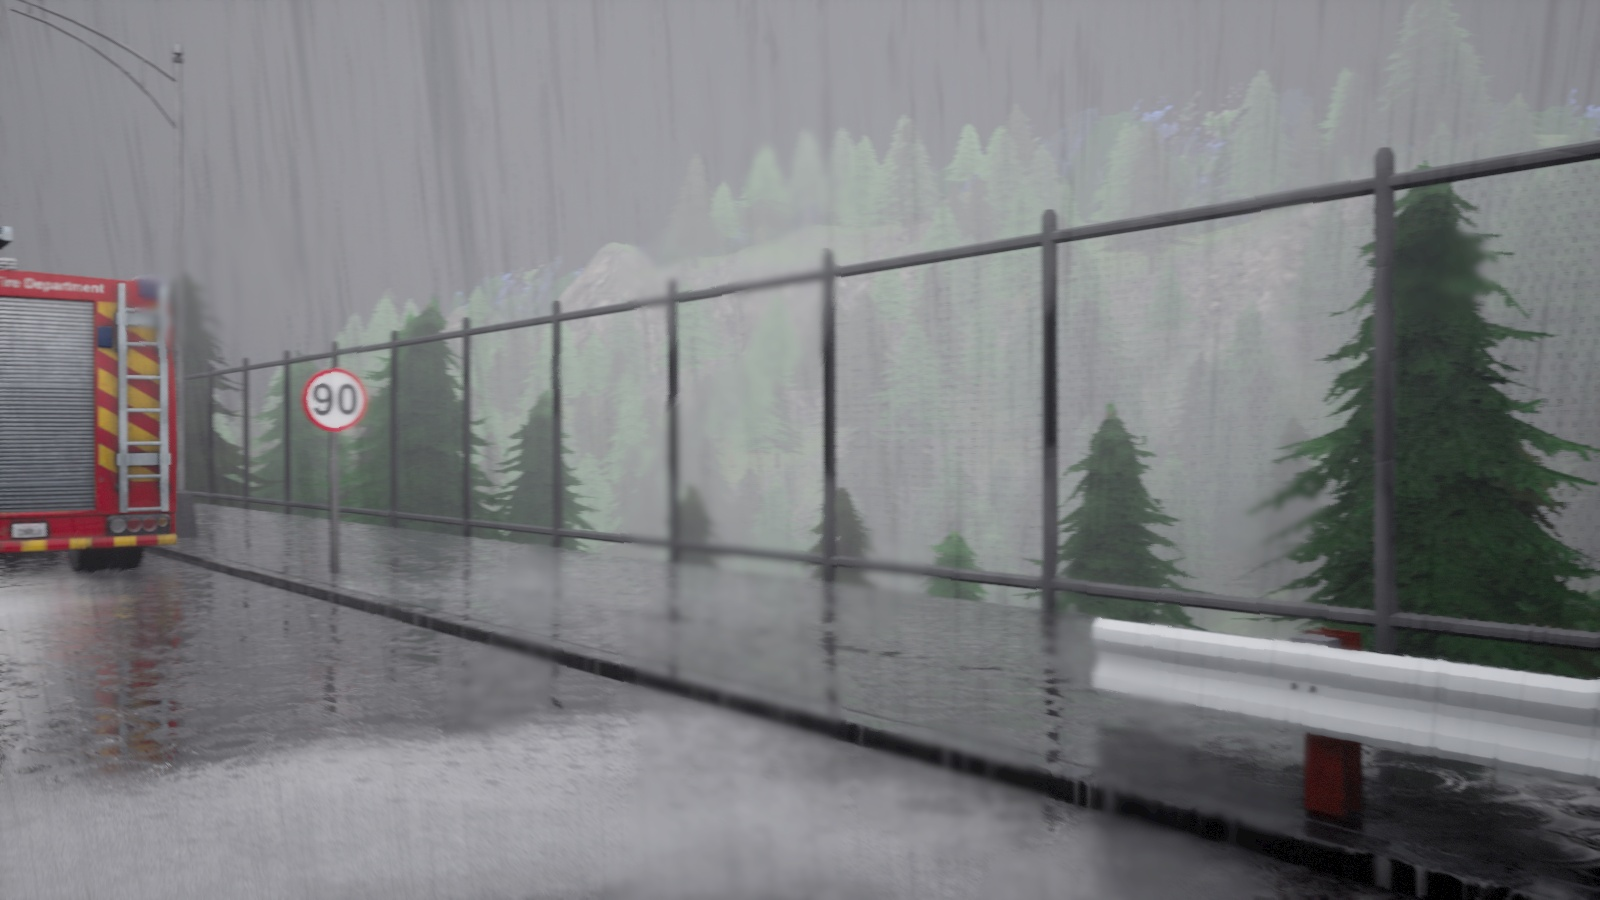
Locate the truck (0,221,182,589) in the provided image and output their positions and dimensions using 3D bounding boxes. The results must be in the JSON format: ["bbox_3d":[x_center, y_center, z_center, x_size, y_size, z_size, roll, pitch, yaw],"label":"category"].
[{"bbox_3d":[-10.792,-0.485,16.519,2.891,3.827,8.468,0,0,-40],"label":"truck"}]
